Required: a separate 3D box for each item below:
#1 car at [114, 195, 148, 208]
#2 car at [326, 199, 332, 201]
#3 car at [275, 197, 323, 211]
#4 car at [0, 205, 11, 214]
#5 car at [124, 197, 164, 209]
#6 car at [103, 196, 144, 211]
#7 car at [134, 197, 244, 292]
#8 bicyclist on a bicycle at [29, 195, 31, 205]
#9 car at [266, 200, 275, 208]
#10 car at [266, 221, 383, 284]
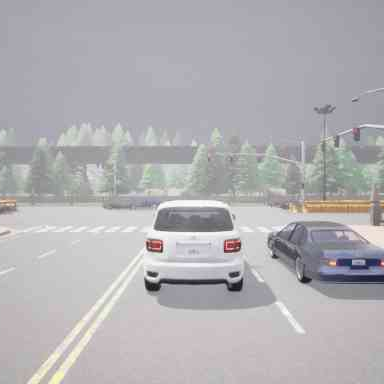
[{"bbox_3d":[-8.728,1.352,47.959,4.553,1.767,2.097,0,0,0],"label":"car"},{"bbox_3d":[16.273,1.477,44.336,5.008,1.535,1.882,0,0,0],"label":"car"},{"bbox_3d":[13.015,1.601,40.671,4.718,1.301,1.895,0,0,-2],"label":"car"},{"bbox_3d":[-21.487,1.547,33.824,5.357,1.411,2.033,0,0,0],"label":"car"},{"bbox_3d":[-6.344,1.477,44.449,5.008,1.535,1.882,0,0,0],"label":"car"},{"bbox_3d":[-8.487,1.491,40.959,4.902,1.511,2.128,0,0,0],"label":"car"},{"bbox_3d":[0.061,1.221,9.106,2.150,2.045,5.566,0,0,1],"label":"car"},{"bbox_3d":[-27.050,1.300,55.834,0.582,1.620,1.656,0,0,0],"label":"bicyclist on a bicycle"},{"bbox_3d":[13.189,1.493,47.851,4.902,1.511,2.128,0,0,0],"label":"car"},{"bbox_3d":[3.570,1.547,9.597,2.033,1.411,5.357,0,0,0],"label":"car"}]
